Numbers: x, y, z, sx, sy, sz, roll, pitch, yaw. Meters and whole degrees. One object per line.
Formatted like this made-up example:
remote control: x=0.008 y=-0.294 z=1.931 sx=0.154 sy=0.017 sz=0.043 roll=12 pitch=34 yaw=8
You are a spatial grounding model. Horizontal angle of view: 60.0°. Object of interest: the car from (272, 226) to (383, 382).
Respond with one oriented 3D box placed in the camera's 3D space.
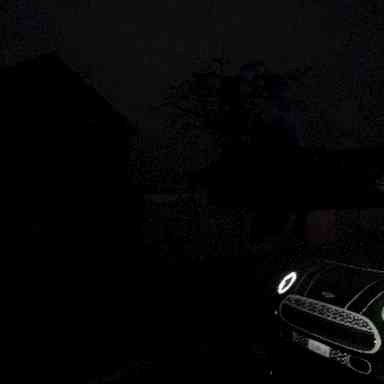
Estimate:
car: x=3.436 y=1.392 z=5.500 sx=4.553 sy=1.767 sz=2.097 roll=1 pitch=0 yaw=-35
